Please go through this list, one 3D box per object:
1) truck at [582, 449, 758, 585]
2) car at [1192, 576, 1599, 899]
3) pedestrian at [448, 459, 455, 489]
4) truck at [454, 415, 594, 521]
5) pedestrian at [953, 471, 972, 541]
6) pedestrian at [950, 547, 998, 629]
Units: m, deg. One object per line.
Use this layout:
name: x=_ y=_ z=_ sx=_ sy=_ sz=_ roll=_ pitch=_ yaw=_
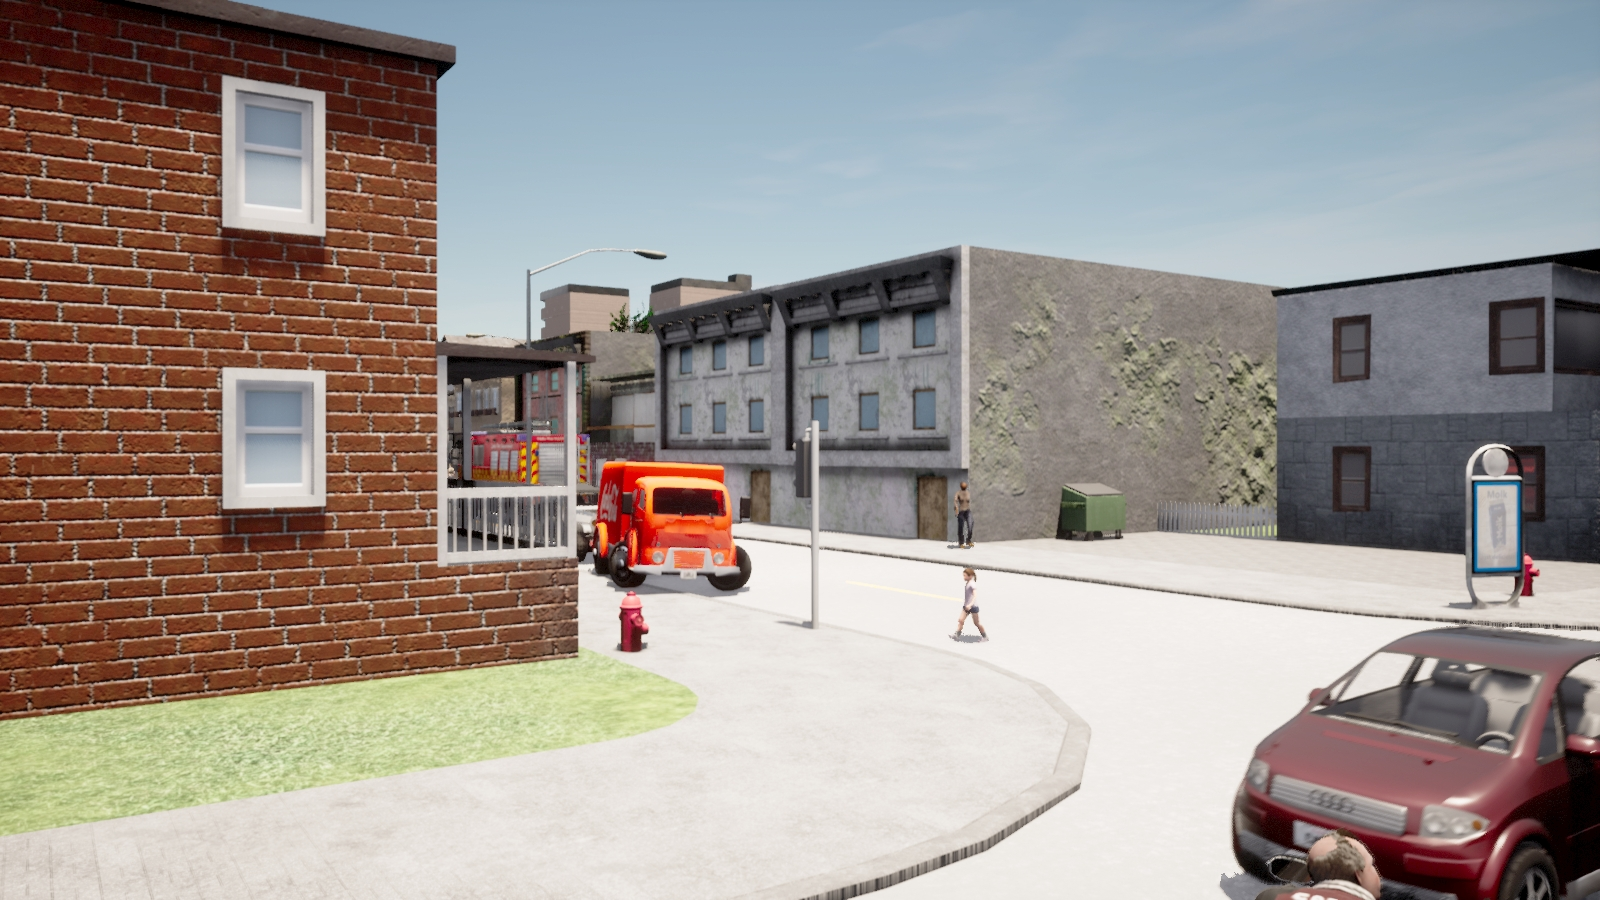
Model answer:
truck: x=-2.869 y=1.279 z=23.855 sx=2.627 sy=2.467 sz=5.204 roll=3 pitch=-1 yaw=-17
car: x=4.504 y=1.795 z=7.486 sx=3.705 sy=1.549 sz=1.789 roll=0 pitch=0 yaw=-34
pedestrian: x=-21.870 y=1.495 z=71.631 sx=0.375 sy=1.860 sz=0.375 roll=0 pitch=0 yaw=-25
truck: x=-11.181 y=0.649 z=45.533 sx=2.891 sy=3.827 sz=8.468 roll=0 pitch=0 yaw=-32
pedestrian: x=4.380 y=1.498 z=30.776 sx=0.375 sy=1.860 sz=0.375 roll=0 pitch=0 yaw=-18
pedestrian: x=2.521 y=1.993 z=16.588 sx=0.500 sy=1.100 sz=0.500 roll=0 pitch=0 yaw=-21
